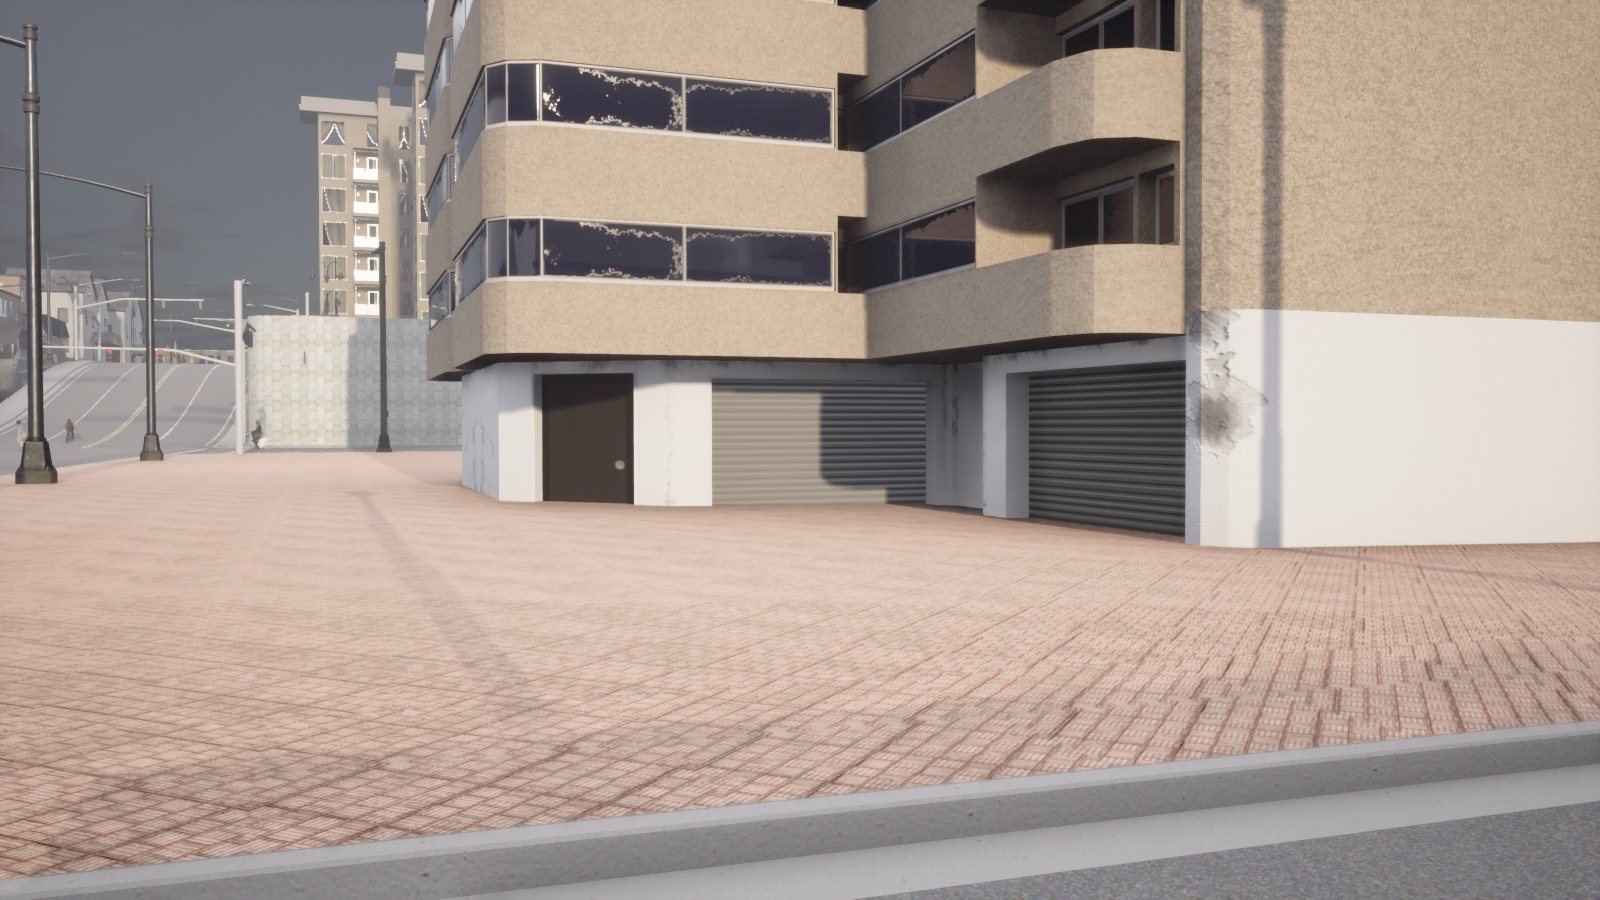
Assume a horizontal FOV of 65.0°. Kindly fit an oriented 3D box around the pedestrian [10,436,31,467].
[{"bbox_3d":[-47.663,0.072,76.755,0.900,1.855,0.874,-2,1,-23],"label":"pedestrian"}]
